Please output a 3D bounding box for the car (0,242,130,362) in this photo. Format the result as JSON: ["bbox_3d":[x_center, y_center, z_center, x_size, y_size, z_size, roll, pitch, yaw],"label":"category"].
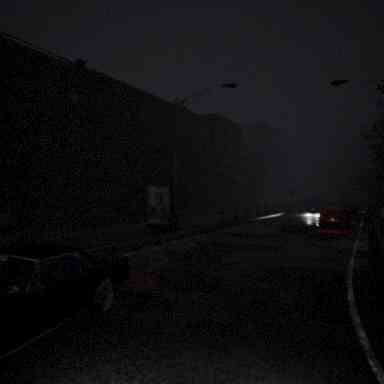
[{"bbox_3d":[-2.832,1.549,5.105,1.895,1.301,4.718,1,0,17],"label":"car"}]

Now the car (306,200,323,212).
[{"bbox_3d":[15.583,1.768,41.854,2.128,1.511,4.902,1,1,28],"label":"car"}]

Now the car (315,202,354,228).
[{"bbox_3d":[10.693,1.745,24.742,1.882,1.535,5.008,1,0,28],"label":"car"}]

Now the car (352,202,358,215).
[{"bbox_3d":[18.797,1.917,40.042,1.994,1.385,4.181,1,1,28],"label":"car"}]
